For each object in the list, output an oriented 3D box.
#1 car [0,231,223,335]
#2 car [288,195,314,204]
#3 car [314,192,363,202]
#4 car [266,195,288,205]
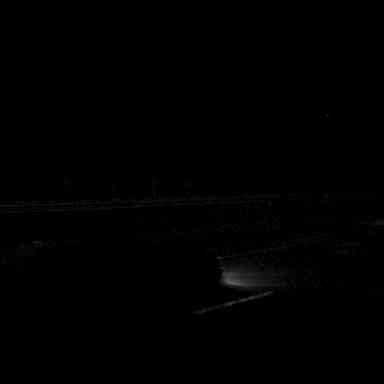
[{"bbox_3d":[-1.933,1.525,6.673,5.357,1.411,2.033,-1,0,-35],"label":"car"},{"bbox_3d":[12.569,1.057,33.917,4.902,1.511,2.128,-1,1,-34],"label":"car"},{"bbox_3d":[13.730,0.935,30.480,4.553,1.767,2.097,-1,1,-34],"label":"car"},{"bbox_3d":[10.311,1.062,36.617,4.902,1.511,2.128,-1,1,-34],"label":"car"}]
